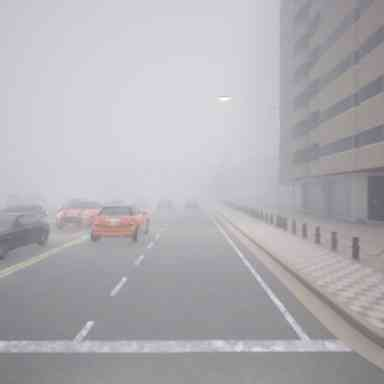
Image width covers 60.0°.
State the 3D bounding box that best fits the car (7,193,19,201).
[{"bbox_3d":[-27.441,1.121,52.230,1.905,1.878,3.866,0,0,0],"label":"car"}]

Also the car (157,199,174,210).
[{"bbox_3d":[-3.482,1.537,43.503,1.994,1.385,4.181,0,0,0],"label":"car"}]

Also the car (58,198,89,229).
[{"bbox_3d":[-7.086,1.352,21.679,2.097,1.767,4.553,0,0,0],"label":"car"}]

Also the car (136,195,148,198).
[{"bbox_3d":[-7.001,1.320,45.577,2.097,1.767,4.553,0,0,0],"label":"car"}]

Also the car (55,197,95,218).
[{"bbox_3d":[-10.579,1.342,30.488,2.097,1.767,4.553,0,0,0],"label":"car"}]

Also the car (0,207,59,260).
[{"bbox_3d":[-7.084,1.537,12.674,1.812,1.442,4.674,0,0,2],"label":"car"}]

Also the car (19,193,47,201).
[{"bbox_3d":[-24.547,1.118,52.165,1.932,1.855,4.605,0,0,0],"label":"car"}]

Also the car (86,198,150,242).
[{"bbox_3d":[-3.400,1.358,16.503,2.097,1.767,4.553,0,0,0],"label":"car"}]

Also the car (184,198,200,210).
[{"bbox_3d":[0.001,1.575,42.104,1.895,1.301,4.718,0,0,0],"label":"car"}]

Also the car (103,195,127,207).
[{"bbox_3d":[-10.499,1.214,45.784,2.128,1.511,4.902,0,0,0],"label":"car"}]

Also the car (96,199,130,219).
[{"bbox_3d":[-7.082,1.467,30.239,1.882,1.535,5.008,0,0,0],"label":"car"}]

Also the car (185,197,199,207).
[{"bbox_3d":[0.002,1.527,50.862,1.994,1.385,4.181,0,0,0],"label":"car"}]

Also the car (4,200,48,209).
[{"bbox_3d":[-10.588,1.507,20.554,1.837,1.490,4.892,0,0,0],"label":"car"}]
